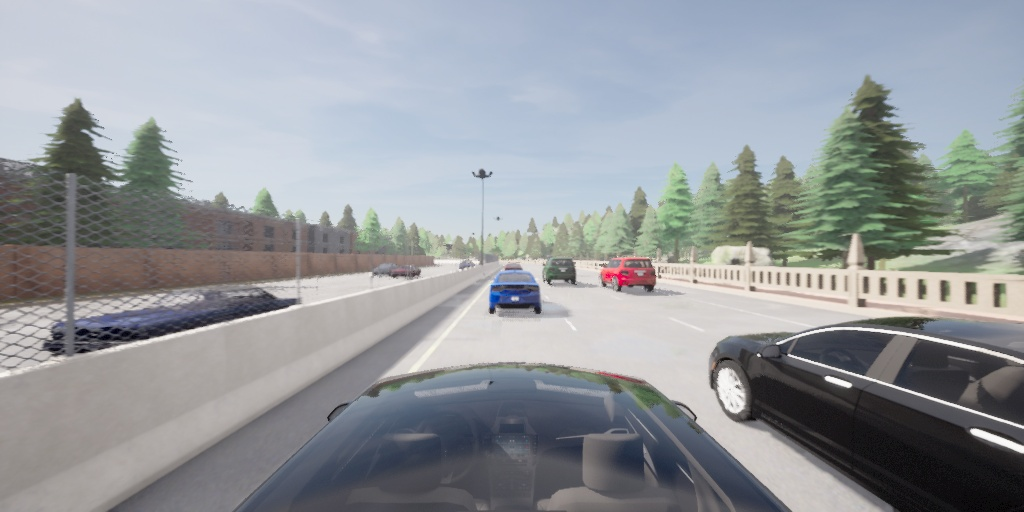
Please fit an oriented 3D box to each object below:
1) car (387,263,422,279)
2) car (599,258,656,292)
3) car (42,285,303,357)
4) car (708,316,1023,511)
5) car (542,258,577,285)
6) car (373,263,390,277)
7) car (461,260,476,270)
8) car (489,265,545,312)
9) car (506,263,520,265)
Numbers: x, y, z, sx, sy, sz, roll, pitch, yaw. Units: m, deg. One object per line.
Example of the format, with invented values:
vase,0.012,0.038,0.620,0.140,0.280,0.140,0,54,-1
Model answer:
car,-10.565,1.566,36.072,1.895,1.301,4.718,0,0,0
car,7.114,1.114,22.522,2.150,2.045,5.566,0,0,0
car,-7.098,1.389,8.328,1.895,1.301,4.718,0,0,0
car,3.601,1.267,2.957,1.837,1.490,4.892,0,0,0
car,3.619,1.147,28.055,2.150,2.045,5.566,0,0,0
car,-14.053,1.517,40.418,1.812,1.442,4.674,0,0,0
car,-6.960,1.451,56.596,2.097,1.767,4.553,0,0,0
car,0.107,1.312,14.647,1.882,1.535,5.008,0,0,0
car,0.127,1.451,36.155,1.882,1.535,5.008,0,0,0
